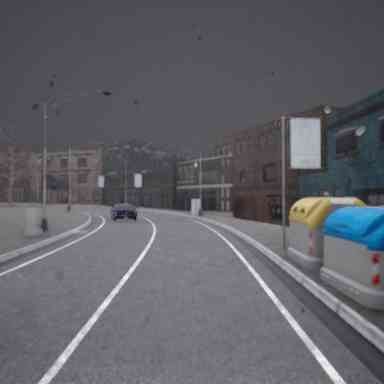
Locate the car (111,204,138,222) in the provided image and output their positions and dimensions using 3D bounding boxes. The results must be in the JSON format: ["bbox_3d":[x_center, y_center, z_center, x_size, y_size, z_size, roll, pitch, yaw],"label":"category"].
[{"bbox_3d":[-5.581,1.654,27.197,1.895,1.301,4.718,0,0,-16],"label":"car"}]
